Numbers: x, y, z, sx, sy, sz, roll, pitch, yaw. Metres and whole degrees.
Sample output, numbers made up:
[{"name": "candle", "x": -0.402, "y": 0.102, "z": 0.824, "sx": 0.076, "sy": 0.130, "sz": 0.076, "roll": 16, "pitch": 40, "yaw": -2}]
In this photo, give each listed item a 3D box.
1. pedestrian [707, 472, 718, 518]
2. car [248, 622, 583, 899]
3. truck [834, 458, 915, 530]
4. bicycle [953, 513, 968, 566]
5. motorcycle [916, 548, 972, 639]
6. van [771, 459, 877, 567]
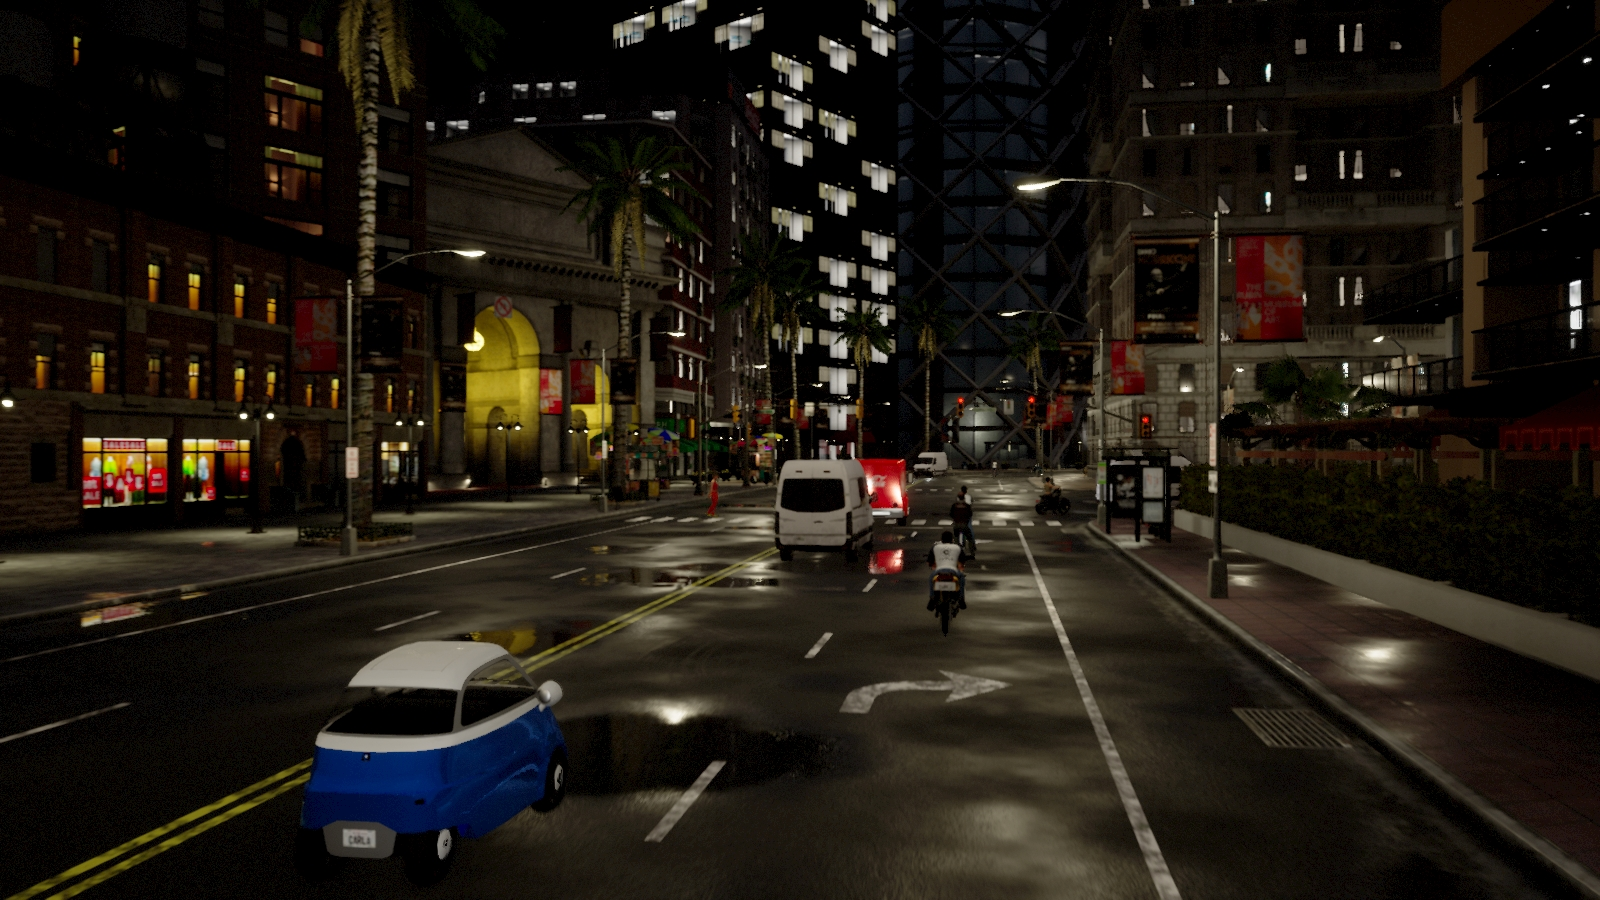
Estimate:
[{"name": "pedestrian", "x": -3.611, "y": 1.848, "z": 46.995, "sx": 0.375, "sy": 1.860, "sz": 0.375, "roll": 0, "pitch": 0, "yaw": 9}, {"name": "car", "x": -2.639, "y": 2.120, "z": 8.274, "sx": 1.481, "sy": 1.376, "sz": 2.207, "roll": 0, "pitch": 0, "yaw": 7}, {"name": "truck", "x": 2.931, "y": 1.580, "z": 43.636, "sx": 2.627, "sy": 2.467, "sz": 5.204, "roll": 0, "pitch": 1, "yaw": 9}, {"name": "bicycle", "x": 4.029, "y": 2.211, "z": 28.611, "sx": 0.329, "sy": 1.171, "sz": 1.835, "roll": 0, "pitch": 0, "yaw": 9}, {"name": "motorcycle", "x": 2.287, "y": 2.214, "z": 17.932, "sx": 0.803, "sy": 1.145, "sz": 2.033, "roll": 0, "pitch": 0, "yaw": 9}, {"name": "van", "x": 0.770, "y": 1.534, "z": 30.619, "sx": 1.988, "sy": 2.561, "sz": 5.915, "roll": 0, "pitch": 0, "yaw": 10}]
